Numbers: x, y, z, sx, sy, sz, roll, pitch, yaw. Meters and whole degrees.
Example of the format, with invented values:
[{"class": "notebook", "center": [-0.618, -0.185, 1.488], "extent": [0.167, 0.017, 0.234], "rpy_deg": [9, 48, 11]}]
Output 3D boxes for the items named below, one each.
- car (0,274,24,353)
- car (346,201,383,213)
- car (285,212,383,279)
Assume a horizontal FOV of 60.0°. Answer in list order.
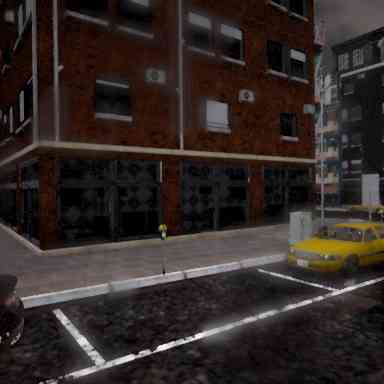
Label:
[{"class": "car", "center": [-4.255, 1.549, 3.538], "extent": [4.403, 1.369, 2.008], "rpy_deg": [0, -1, -35]}, {"class": "car", "center": [18.762, 1.495, 34.921], "extent": [1.752, 1.417, 4.829], "rpy_deg": [-1, 1, -36]}, {"class": "car", "center": [4.829, 1.521, 10.018], "extent": [4.829, 1.417, 1.752], "rpy_deg": [0, -1, -35]}]
